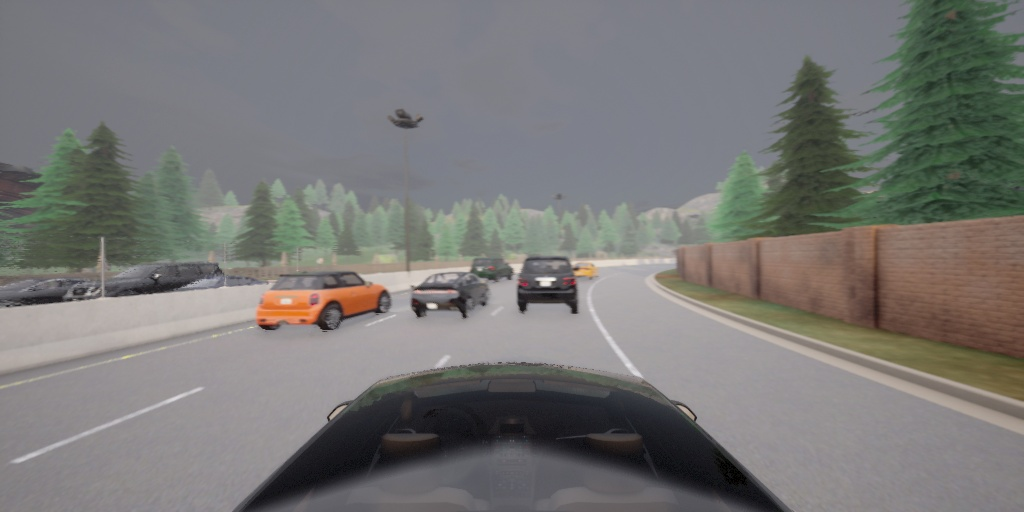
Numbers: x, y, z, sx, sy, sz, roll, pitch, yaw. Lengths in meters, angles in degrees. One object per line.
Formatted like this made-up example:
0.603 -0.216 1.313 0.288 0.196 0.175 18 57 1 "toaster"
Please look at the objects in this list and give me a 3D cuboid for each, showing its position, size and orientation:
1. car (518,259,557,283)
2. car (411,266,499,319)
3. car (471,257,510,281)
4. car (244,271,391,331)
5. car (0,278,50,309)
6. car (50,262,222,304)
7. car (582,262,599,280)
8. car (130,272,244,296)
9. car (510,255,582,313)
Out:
2.251 1.205 30.492 2.097 1.767 4.553 -1 0 19 "car"
-2.112 1.339 13.447 2.128 1.511 4.902 -1 0 9 "car"
-1.615 1.144 30.212 2.150 2.045 5.566 -1 0 19 "car"
-5.866 1.259 11.858 2.097 1.767 4.553 -1 0 7 "car"
-19.746 1.667 15.050 2.128 1.511 4.902 -1 0 8 "car"
-16.106 1.336 16.330 2.150 2.045 5.566 -1 0 9 "car"
6.513 1.261 32.010 1.882 1.535 5.008 -1 0 21 "car"
-12.657 1.574 15.342 1.812 1.442 4.674 -1 0 9 "car"
1.534 1.007 14.411 2.150 2.045 5.566 -1 0 9 "car"
